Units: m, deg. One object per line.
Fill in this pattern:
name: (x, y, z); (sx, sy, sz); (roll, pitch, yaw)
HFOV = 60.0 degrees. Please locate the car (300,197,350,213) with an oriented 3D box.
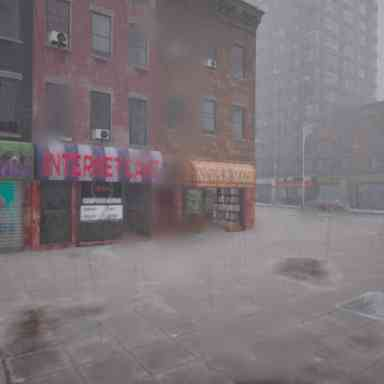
car: (12.674, 1.212, 31.912); (1.812, 1.442, 4.674); (1, 1, -35)
